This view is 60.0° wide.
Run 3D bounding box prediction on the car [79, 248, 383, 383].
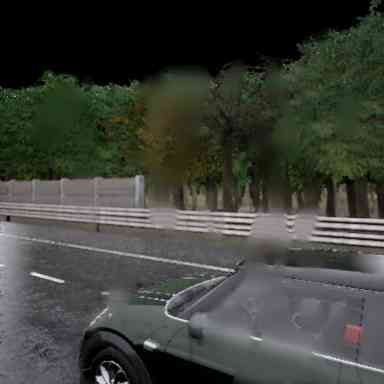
[{"bbox_3d":[0.985,1.354,3.165,4.553,1.767,2.097,0,0,35],"label":"car"}]
